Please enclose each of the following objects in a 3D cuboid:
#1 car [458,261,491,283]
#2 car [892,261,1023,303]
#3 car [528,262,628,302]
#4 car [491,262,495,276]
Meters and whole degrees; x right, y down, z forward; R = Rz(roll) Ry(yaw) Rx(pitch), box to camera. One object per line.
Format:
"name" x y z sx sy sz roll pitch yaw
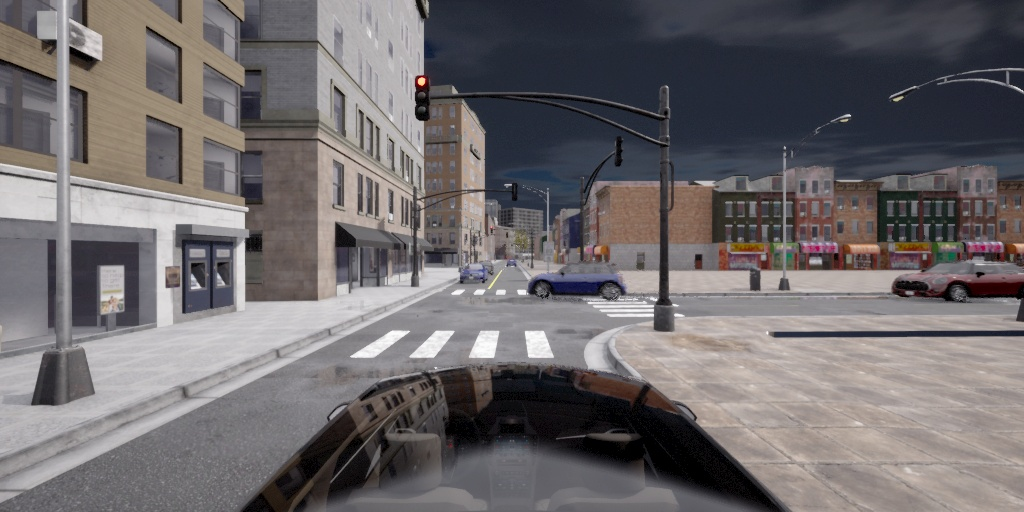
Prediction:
"car" -2.872 1.279 27.775 1.812 1.442 4.674 0 0 0
"car" 19.572 1.021 15.634 4.553 1.767 2.097 0 0 0
"car" 3.071 1.087 16.951 4.553 1.767 2.097 0 0 20
"car" -2.884 1.262 38.023 1.837 1.490 4.892 0 0 0
